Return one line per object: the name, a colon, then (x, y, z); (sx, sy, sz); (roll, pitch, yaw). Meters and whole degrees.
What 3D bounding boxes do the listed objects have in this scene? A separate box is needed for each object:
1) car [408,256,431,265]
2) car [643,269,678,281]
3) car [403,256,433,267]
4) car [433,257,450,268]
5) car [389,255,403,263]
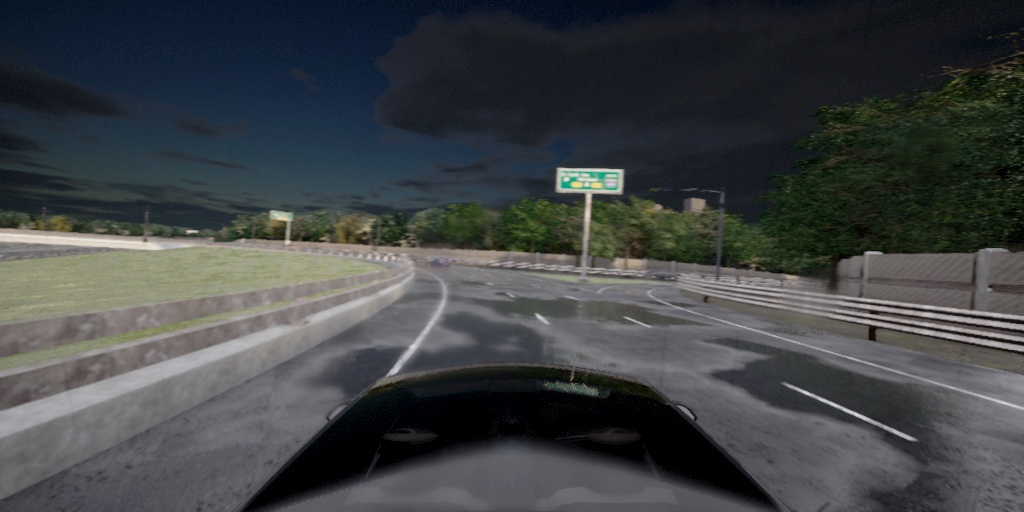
car: (-15.827, 0.760, 61.156); (1.895, 1.301, 4.718); (4, -1, -38)
car: (21.965, 2.748, 53.011); (4.902, 1.511, 2.128); (4, 0, -5)
car: (-13.379, 0.727, 50.775); (2.128, 1.511, 4.902); (4, 0, -32)
car: (-10.588, 0.954, 52.902); (1.812, 1.442, 4.674); (4, 0, -32)
car: (-18.651, 0.522, 59.103); (1.994, 1.385, 4.181); (4, -1, -38)
